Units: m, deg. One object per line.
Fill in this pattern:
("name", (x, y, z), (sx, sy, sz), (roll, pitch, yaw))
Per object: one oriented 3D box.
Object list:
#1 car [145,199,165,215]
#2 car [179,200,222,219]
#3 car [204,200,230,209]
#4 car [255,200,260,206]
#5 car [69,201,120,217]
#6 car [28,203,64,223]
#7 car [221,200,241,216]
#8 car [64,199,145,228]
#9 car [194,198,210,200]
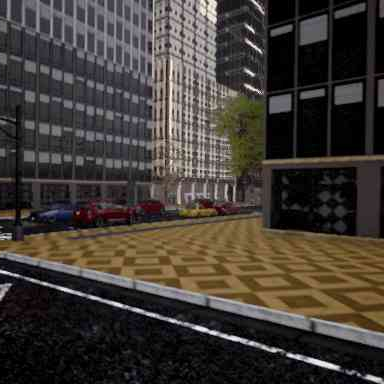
("car", (-4.925, 1.546, 35.125), (2.097, 1.767, 4.553), (1, 0, 37))
("car", (0.704, 1.828, 33.023), (1.752, 1.417, 4.829), (1, 0, 36))
("car", (3.917, 1.875, 51.465), (1.947, 1.339, 4.313), (1, 0, 36))
("car", (13.871, 1.973, 64.930), (1.752, 1.417, 4.829), (1, 0, 36))
("car", (-9.591, 1.639, 33.194), (1.752, 1.417, 4.829), (1, 0, 36))
("car", (-10.552, 1.659, 27.520), (2.033, 1.411, 5.357), (1, 0, 37))
("car", (3.956, 1.932, 37.423), (1.802, 1.307, 4.206), (1, 0, 36))
("car", (-6.100, 1.518, 23.817), (2.192, 1.841, 5.009), (1, 0, 36))
("car", (0.984, 1.632, 43.105), (2.097, 1.767, 4.553), (1, 0, 37))
